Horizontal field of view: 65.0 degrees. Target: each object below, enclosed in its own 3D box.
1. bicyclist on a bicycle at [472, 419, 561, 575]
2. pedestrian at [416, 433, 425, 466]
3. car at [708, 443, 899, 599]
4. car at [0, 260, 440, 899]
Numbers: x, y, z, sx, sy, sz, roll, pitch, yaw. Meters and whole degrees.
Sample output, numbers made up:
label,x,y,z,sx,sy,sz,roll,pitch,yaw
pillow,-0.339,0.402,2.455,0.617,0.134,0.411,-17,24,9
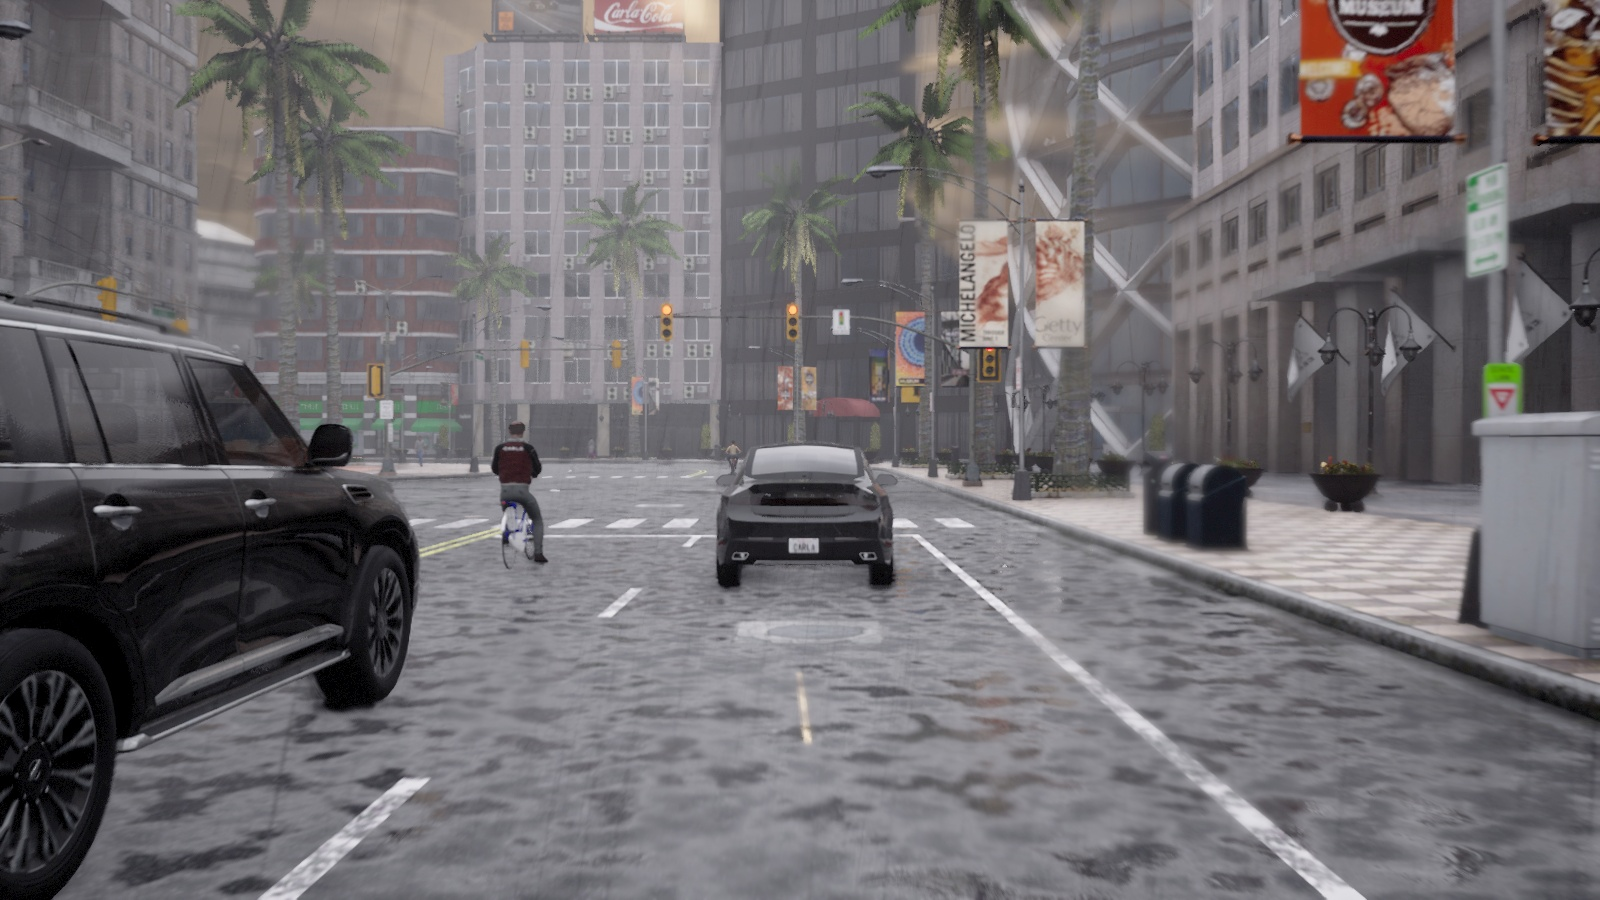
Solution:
label,x,y,z,sx,sy,sz,roll,pitch,yaw
bicyclist on a bicycle,-3.408,0.528,15.252,0.659,1.776,1.843,0,1,0
pedestrian,-21.342,-0.011,70.612,0.354,1.836,0.706,0,0,-8
car,0.072,0.670,14.530,1.837,1.490,4.892,0,0,1
car,-3.458,0.435,5.493,2.150,2.045,5.566,0,1,0
